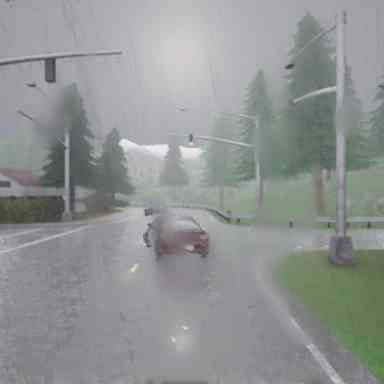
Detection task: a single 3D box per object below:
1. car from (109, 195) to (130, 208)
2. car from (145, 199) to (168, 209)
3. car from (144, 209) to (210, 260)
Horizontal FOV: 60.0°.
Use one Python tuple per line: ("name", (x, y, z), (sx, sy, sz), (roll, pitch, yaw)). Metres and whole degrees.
("car", (-12.559, 1.539, 52.438), (5.566, 2.045, 2.150), (0, -1, 7))
("car", (-3.635, 1.554, 34.278), (2.097, 1.767, 4.553), (0, 0, -1))
("car", (-0.666, 1.603, 12.706), (1.812, 1.442, 4.674), (0, 0, -14))
